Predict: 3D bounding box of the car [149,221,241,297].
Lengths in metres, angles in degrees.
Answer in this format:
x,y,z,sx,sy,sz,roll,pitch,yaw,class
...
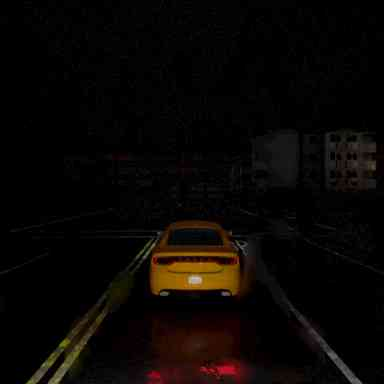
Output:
x,y,z,sx,sy,sz,roll,pitch,yaw,class
0.074,1.477,8.628,1.882,1.535,5.008,0,0,0,car

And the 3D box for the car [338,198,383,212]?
x,y,z,sx,sy,sz,roll,pitch,yaw,class
19.332,1.504,38.058,4.892,1.490,1.837,0,0,2,car
